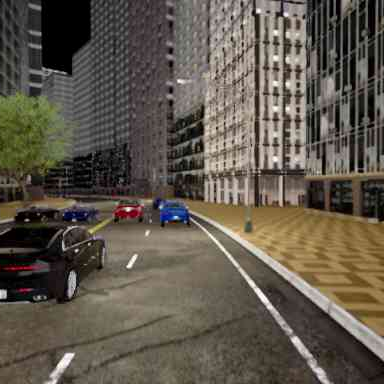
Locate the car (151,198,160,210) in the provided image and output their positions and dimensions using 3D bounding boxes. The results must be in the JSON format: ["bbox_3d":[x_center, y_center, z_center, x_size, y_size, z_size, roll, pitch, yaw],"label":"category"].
[{"bbox_3d":[-4.045,1.450,42.040,1.812,1.442,4.674,0,0,-11],"label":"car"}]

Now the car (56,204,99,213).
[{"bbox_3d":[-8.082,1.581,24.329,1.895,1.301,4.718,0,0,-7],"label":"car"}]

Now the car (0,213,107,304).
[{"bbox_3d":[-3.397,1.497,8.102,1.837,1.490,4.892,0,0,-2],"label":"car"}]

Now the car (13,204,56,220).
[{"bbox_3d":[-11.389,1.594,24.661,1.895,1.301,4.718,0,0,-7],"label":"car"}]

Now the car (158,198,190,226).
[{"bbox_3d":[-1.265,1.432,23.334,1.882,1.535,5.008,0,0,-6],"label":"car"}]

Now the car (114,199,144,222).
[{"bbox_3d":[-4.878,1.315,26.335,2.097,1.767,4.553,0,0,-7],"label":"car"}]
